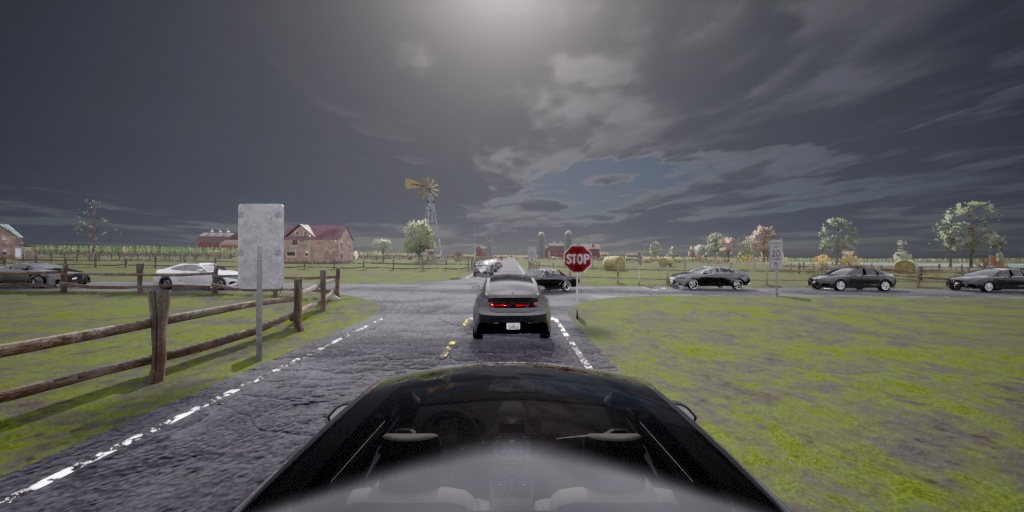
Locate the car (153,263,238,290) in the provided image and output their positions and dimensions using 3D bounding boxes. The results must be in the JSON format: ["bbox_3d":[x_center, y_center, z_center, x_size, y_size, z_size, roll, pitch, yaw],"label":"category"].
[{"bbox_3d":[-17.241,1.103,20.057,4.674,1.442,1.812,1,-1,-1],"label":"car"}]

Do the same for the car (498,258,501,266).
[{"bbox_3d":[-2.845,1.241,46.231,2.128,1.511,4.902,0,0,0],"label":"car"}]

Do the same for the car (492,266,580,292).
[{"bbox_3d":[1.502,1.369,20.144,4.718,1.301,1.895,1,0,-35],"label":"car"}]

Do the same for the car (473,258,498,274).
[{"bbox_3d":[-2.854,1.243,36.785,2.128,1.511,4.902,0,0,0],"label":"car"}]

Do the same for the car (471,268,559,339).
[{"bbox_3d":[-0.073,1.256,10.098,1.837,1.490,4.892,0,0,-2],"label":"car"}]

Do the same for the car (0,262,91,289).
[{"bbox_3d":[-26.361,1.048,19.936,4.181,1.385,1.994,1,-1,-1],"label":"car"}]

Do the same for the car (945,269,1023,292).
[{"bbox_3d":[31.706,1.587,23.660,4.892,1.490,1.837,1,-1,-1],"label":"car"}]

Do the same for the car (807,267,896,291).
[{"bbox_3d":[22.203,1.499,23.540,4.892,1.490,1.837,1,-1,-1],"label":"car"}]

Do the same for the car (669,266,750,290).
[{"bbox_3d":[12.801,1.397,23.370,4.902,1.511,2.128,1,-1,-2],"label":"car"}]

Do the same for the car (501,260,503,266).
[{"bbox_3d":[-2.813,1.240,55.773,2.128,1.511,4.902,0,0,0],"label":"car"}]
